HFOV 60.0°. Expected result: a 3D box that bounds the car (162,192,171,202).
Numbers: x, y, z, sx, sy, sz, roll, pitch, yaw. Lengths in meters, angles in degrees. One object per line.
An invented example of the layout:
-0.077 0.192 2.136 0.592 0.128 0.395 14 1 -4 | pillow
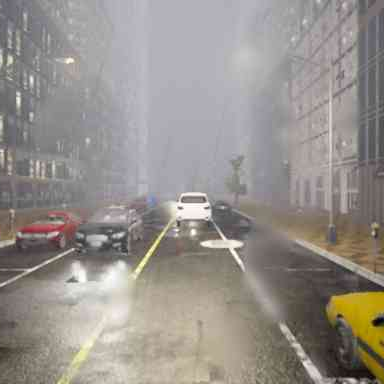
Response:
-5.707 1.044 65.226 1.967 1.590 4.097 0 0 0 | car

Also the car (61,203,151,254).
-3.103 1.415 13.240 2.128 1.511 4.902 0 0 0 | car

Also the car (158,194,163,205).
-5.703 1.295 48.151 1.802 1.307 4.206 0 0 0 | car

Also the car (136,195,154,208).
-5.699 1.328 36.766 1.887 1.381 4.507 0 0 0 | car

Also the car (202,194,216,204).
2.677 1.117 53.830 1.967 1.590 4.097 0 0 0 | car

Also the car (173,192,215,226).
0.094 1.093 22.080 2.150 2.045 5.566 0 0 0 | car

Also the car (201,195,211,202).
2.672 1.186 65.215 1.802 1.307 4.206 0 0 0 | car

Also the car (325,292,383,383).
2.693 1.509 2.773 1.752 1.417 4.829 0 0 0 | car

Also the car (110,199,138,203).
-5.695 1.402 25.382 2.008 1.369 4.403 0 0 0 | car

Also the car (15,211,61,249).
-5.691 1.501 13.997 1.802 1.307 4.206 0 0 0 | car

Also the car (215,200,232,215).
2.684 1.383 31.064 1.947 1.339 4.313 0 0 0 | car

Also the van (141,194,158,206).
-5.700 1.089 42.458 1.690 1.788 3.998 0 0 0 | van

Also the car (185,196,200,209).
0.080 1.281 41.286 1.812 1.442 4.674 0 1 0 | car
